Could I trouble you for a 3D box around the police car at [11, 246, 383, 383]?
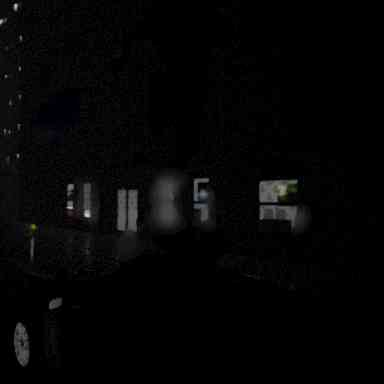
[{"bbox_3d":[-0.461,1.506,3.953,5.238,1.638,1.930,0,-2,42],"label":"police car"}]
